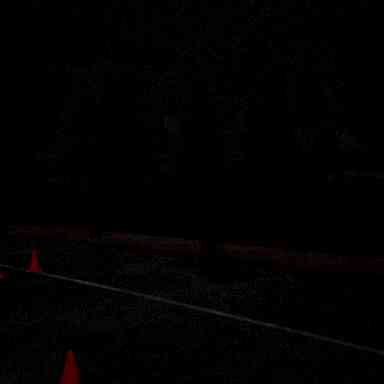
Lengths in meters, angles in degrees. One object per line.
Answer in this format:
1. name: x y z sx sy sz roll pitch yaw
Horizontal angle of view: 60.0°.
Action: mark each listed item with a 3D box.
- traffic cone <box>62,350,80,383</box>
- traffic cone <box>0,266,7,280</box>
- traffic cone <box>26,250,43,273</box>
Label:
1. traffic cone: -1.266 1.949 3.459 0.340 0.580 0.340 0 0 35
2. traffic cone: -5.011 1.938 8.555 0.340 0.580 0.340 0 0 35
3. traffic cone: -4.434 1.938 9.372 0.340 0.580 0.340 0 0 35
